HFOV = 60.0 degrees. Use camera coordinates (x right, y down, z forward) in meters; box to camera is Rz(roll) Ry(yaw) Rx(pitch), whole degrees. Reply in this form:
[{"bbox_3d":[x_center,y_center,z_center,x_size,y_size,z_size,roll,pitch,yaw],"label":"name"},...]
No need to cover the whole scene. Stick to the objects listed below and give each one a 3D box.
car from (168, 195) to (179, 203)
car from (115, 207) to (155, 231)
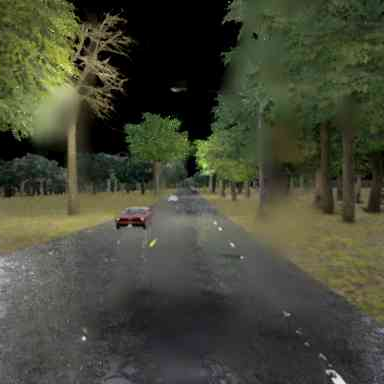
[{"bbox_3d":[-3.525,1.367,63.264,1.812,1.442,4.674,0,1,1],"label":"car"},{"bbox_3d":[-3.600,1.663,21.515,1.895,1.301,4.718,0,0,0],"label":"car"}]
